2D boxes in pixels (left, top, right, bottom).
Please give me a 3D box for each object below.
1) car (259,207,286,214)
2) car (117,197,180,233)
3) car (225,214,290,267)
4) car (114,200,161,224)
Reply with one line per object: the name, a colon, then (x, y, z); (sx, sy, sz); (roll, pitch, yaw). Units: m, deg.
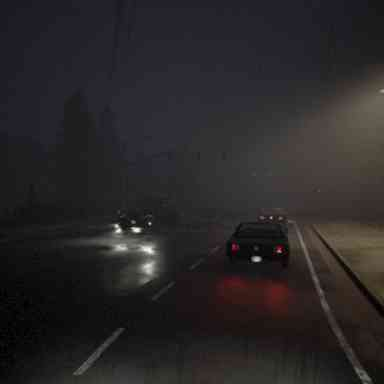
car: (5.882, 1.768, 24.285); (1.895, 1.301, 4.718); (0, 0, 16)
car: (-2.478, 1.334, 20.999); (2.150, 2.045, 5.566); (0, -1, 16)
car: (2.442, 1.681, 11.815); (1.895, 1.301, 4.718); (0, 0, 15)
car: (-4.318, 1.543, 27.266); (2.097, 1.767, 4.553); (0, 0, 16)
